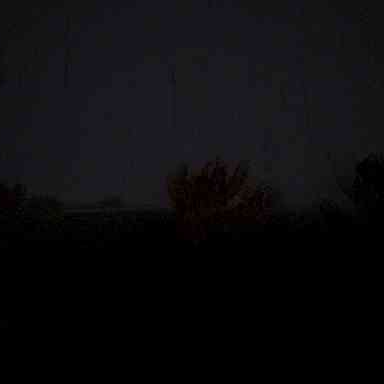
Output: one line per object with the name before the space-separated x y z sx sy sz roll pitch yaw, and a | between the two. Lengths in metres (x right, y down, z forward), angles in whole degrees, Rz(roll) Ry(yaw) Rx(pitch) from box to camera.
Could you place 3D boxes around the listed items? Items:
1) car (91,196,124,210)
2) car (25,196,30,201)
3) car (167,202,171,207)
car | -13.124 1.664 52.038 2.150 2.045 5.566 -1 -1 36
car | -22.000 1.498 39.726 2.150 2.045 5.566 -1 -1 36
car | -2.851 2.140 66.131 1.837 1.490 4.892 -1 -2 36
